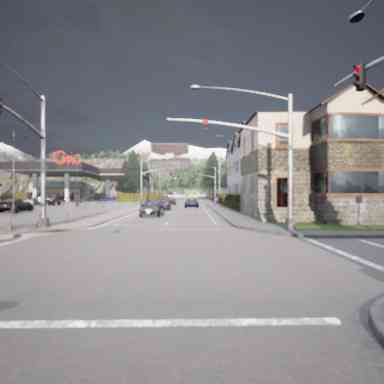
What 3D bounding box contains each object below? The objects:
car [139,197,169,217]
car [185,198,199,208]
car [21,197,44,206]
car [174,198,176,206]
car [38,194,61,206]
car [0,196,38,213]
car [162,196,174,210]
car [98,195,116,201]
[{"bbox_3d":[-3.661,1.493,30.796,2.128,1.511,4.902,0,0,1],"label":"car"},{"bbox_3d":[-0.044,1.566,49.290,1.994,1.385,4.181,0,0,0],"label":"car"},{"bbox_3d":[-26.111,1.555,54.598,1.970,1.475,3.806,0,0,0],"label":"car"},{"bbox_3d":[-3.678,1.604,56.017,1.895,1.301,4.718,0,0,0],"label":"car"},{"bbox_3d":[-22.783,1.271,54.006,1.905,1.878,3.866,0,0,0],"label":"car"},{"bbox_3d":[-19.028,1.491,36.148,2.007,1.523,4.514,0,0,0],"label":"car"},{"bbox_3d":[-3.702,1.354,40.519,2.097,1.767,4.553,0,0,0],"label":"car"},{"bbox_3d":[-22.428,1.676,88.009,4.611,1.667,2.242,0,0,0],"label":"car"}]
